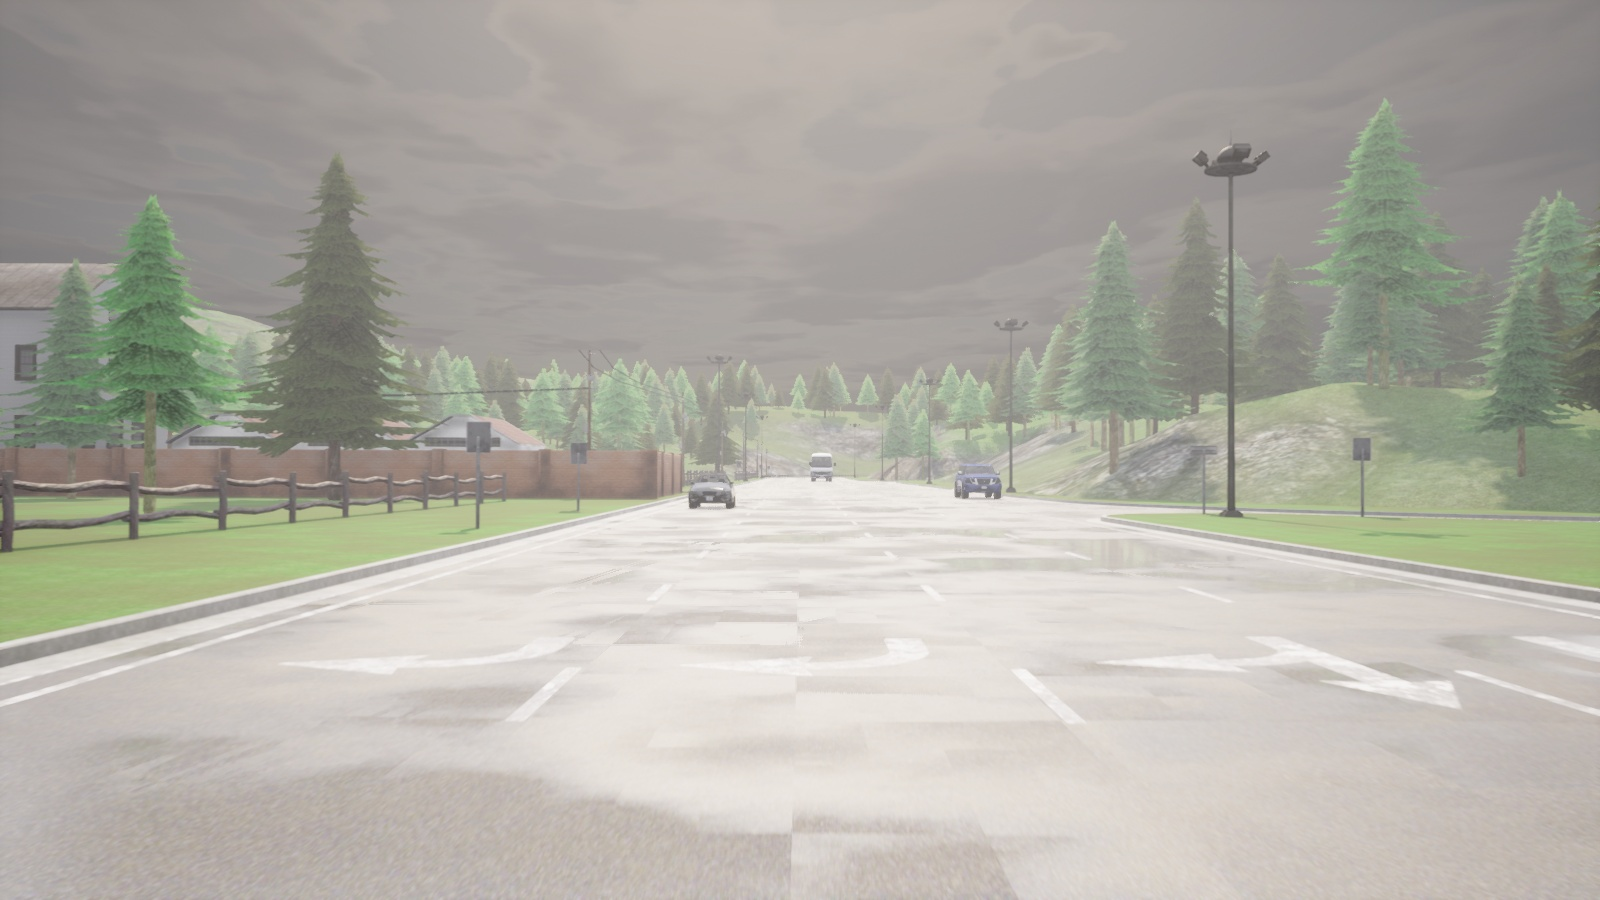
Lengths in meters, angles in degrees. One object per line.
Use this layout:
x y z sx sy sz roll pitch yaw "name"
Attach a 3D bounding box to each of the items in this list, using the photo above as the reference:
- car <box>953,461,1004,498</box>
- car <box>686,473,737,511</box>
10.338 1.718 73.218 2.150 2.045 5.566 0 -1 0 "car"
-3.614 1.714 52.073 1.816 1.474 4.193 0 -1 0 "car"
